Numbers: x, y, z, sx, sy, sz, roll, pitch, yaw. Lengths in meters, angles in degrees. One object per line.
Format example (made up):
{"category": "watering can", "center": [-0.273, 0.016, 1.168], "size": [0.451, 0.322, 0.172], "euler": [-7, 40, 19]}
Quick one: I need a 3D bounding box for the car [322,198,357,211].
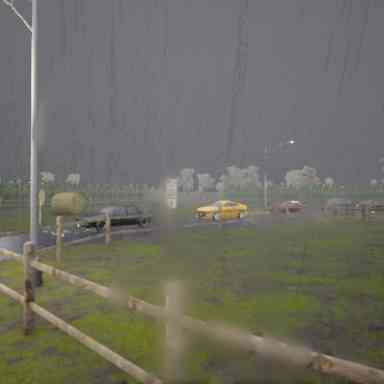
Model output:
{"category": "car", "center": [17.754, 1.534, 40.643], "size": [4.892, 1.490, 1.837], "euler": [0, 0, -38]}

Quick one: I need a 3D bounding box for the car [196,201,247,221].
{"category": "car", "center": [2.513, 1.485, 27.711], "size": [5.008, 1.535, 1.882], "euler": [0, 0, -42]}

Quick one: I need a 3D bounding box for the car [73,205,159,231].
{"category": "car", "center": [-4.628, 1.542, 20.949], "size": [5.357, 1.411, 2.033], "euler": [0, 0, -44]}

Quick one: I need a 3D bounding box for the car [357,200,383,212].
{"category": "car", "center": [21.615, 1.651, 40.034], "size": [4.718, 1.301, 1.895], "euler": [0, 0, -37]}

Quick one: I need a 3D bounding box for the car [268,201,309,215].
{"category": "car", "center": [9.981, 1.619, 34.296], "size": [4.718, 1.301, 1.895], "euler": [0, 0, -40]}
